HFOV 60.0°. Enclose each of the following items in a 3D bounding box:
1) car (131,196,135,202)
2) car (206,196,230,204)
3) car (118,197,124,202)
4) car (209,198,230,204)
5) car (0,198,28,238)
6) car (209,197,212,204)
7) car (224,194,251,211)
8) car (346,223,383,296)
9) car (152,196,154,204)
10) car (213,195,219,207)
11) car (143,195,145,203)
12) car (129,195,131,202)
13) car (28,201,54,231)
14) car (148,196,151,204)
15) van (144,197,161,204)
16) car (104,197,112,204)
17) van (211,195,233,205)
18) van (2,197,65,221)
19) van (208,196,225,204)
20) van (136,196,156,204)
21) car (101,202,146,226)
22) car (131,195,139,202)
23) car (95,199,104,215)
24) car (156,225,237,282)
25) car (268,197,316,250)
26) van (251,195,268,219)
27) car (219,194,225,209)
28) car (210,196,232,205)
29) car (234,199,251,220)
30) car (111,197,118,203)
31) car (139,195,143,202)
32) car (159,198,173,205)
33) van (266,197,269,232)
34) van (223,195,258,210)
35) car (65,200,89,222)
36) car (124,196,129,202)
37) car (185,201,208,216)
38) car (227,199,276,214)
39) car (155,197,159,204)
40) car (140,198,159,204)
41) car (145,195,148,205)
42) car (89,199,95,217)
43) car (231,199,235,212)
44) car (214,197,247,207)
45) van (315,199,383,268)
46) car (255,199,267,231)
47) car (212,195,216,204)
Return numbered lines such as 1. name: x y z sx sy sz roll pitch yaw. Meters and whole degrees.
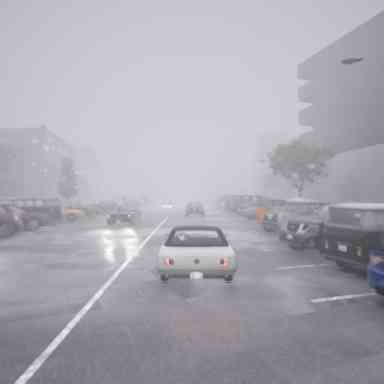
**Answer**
1. car: -11.266 1.687 49.118 4.674 1.452 2.002 -1 -1 -20
2. car: 6.684 2.056 84.686 5.566 2.045 2.435 1 -2 -19
3. car: -11.237 1.610 40.306 4.892 1.521 2.231 -1 0 -20
4. car: 6.704 2.249 81.715 4.792 1.488 2.163 1 -2 -19
5. car: -11.066 1.403 16.808 4.553 1.767 2.185 -1 0 -20
6. car: 6.389 1.765 60.696 5.366 1.575 1.946 1 -1 -20
7. car: 6.563 1.351 33.798 5.566 2.045 2.435 1 0 -19
8. car: 5.986 1.520 6.756 5.008 1.535 2.097 1 0 -19
9. car: -11.212 1.927 69.649 4.892 1.521 2.231 0 -1 -20
10. car: 6.375 1.649 48.728 5.366 1.575 1.946 1 0 -20
11. car: -11.263 1.731 57.913 5.008 1.535 2.097 -1 -1 -20
12. car: -11.230 1.505 46.186 4.553 1.767 2.185 -1 0 -20
13. car: -11.129 1.538 19.751 5.008 1.535 2.097 -1 0 -20
14. car: -11.273 1.566 63.770 5.566 2.045 2.435 -1 -1 -20
15. van: -11.140 2.390 93.072 4.442 1.987 1.878 0 -2 -19
16. car: -11.230 1.589 34.439 5.008 1.535 2.097 -1 0 -20
17. van: 6.507 1.760 72.689 4.442 1.987 1.878 1 -1 -20
18. van: -11.260 1.324 22.652 4.442 1.987 1.878 -1 0 -20
19. van: 6.651 2.279 90.646 4.442 1.987 1.878 1 -3 -19
20. van: -11.252 1.990 81.346 4.442 1.987 1.878 0 -1 -20
21. car: -4.887 1.681 24.463 1.895 1.301 4.718 0 0 1
22. car: -11.234 1.543 52.052 4.553 1.767 2.185 -1 0 -20
23. car: -11.178 1.608 31.512 4.792 1.488 2.163 -1 0 -20
24. car: 0.128 1.632 9.850 1.895 1.301 4.718 0 0 0
25. car: 6.109 1.287 12.738 5.566 2.045 2.435 1 0 -19
26. van: 6.451 1.342 21.796 4.442 1.987 1.878 1 0 -19
27. car: 6.592 1.370 39.817 5.566 2.045 2.435 1 0 -20
28. car: 6.602 1.934 75.717 4.553 1.767 2.185 1 -2 -19
29. car: 6.462 1.585 27.762 4.892 1.521 2.231 1 0 -19
30. car: -11.230 1.600 37.374 4.892 1.521 2.231 -1 0 -20
31. car: -11.255 1.696 54.982 5.008 1.535 2.097 -1 0 -20
32. car: -4.820 1.891 66.805 2.128 1.511 4.902 0 -1 0
33. van: 6.096 1.320 15.708 4.442 1.987 1.878 1 0 -19
34. van: 6.665 1.416 45.839 4.442 1.987 1.878 1 -1 -20
35. car: -10.995 1.553 25.695 5.366 1.575 1.946 -1 0 -20
36. car: -11.247 1.618 43.244 5.008 1.535 2.097 -1 0 -20
37. car: 0.264 1.654 33.531 2.033 1.411 5.357 0 0 0
38. car: 6.553 1.612 36.801 4.892 1.521 2.231 1 0 -20
39. car: -11.170 2.134 78.447 5.008 1.535 2.097 0 -2 -20
40. car: -11.092 2.436 87.250 4.674 1.452 2.002 0 -2 -19
41. car: -11.425 1.768 60.787 5.366 1.575 1.946 -1 -1 -20
42. car: -11.197 1.569 28.566 5.008 1.535 2.097 -1 0 -20
43. car: 6.523 1.623 30.782 4.792 1.488 2.163 1 0 -19
44. car: 6.729 1.733 57.831 5.366 1.575 1.946 1 -1 -20
45. van: 6.174 1.305 9.793 4.442 1.987 1.878 1 0 -19
46. car: 6.243 1.431 18.743 4.553 1.767 2.185 1 0 -19
47. car: 6.577 1.424 51.798 5.566 2.045 2.435 1 -1 -20
